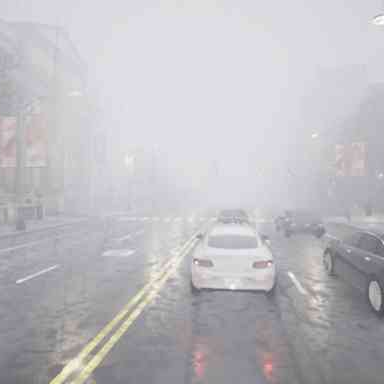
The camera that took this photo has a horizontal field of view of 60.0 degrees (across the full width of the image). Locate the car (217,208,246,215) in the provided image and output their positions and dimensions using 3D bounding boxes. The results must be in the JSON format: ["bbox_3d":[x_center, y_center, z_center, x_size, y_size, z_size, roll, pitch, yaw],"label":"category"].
[{"bbox_3d":[2.349,1.633,19.136,2.033,1.411,5.357,0,0,7],"label":"car"}]

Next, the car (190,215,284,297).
[{"bbox_3d":[1.042,1.565,8.644,1.812,1.442,4.674,0,0,7],"label":"car"}]

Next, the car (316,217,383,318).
[{"bbox_3d":[4.415,1.542,7.376,1.837,1.490,4.892,0,0,6],"label":"car"}]

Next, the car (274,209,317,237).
[{"bbox_3d":[5.774,1.632,18.300,2.033,1.411,5.357,0,0,7],"label":"car"}]
